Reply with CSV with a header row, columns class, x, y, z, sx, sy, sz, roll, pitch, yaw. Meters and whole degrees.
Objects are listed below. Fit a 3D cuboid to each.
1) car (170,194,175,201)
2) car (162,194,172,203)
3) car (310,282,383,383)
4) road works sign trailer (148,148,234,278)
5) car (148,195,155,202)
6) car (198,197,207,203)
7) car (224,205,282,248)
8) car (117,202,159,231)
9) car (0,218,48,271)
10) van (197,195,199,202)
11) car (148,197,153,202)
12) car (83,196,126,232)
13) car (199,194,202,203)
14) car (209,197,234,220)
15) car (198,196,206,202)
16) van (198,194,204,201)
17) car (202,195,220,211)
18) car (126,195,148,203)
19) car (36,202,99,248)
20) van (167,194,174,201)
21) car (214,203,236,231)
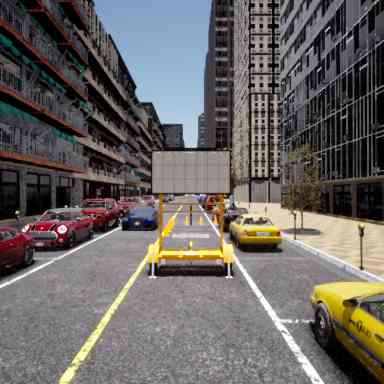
class,x,y,z,sx,sy,sz,roll,pitch,yaw
car,-6.013,1.772,88.148,1.947,1.339,4.313,0,0,0
car,-5.950,1.704,71.159,1.947,1.339,4.313,0,0,0
car,2.684,1.526,3.403,1.752,1.417,4.829,0,0,0
road works sign trailer,-0.030,0.468,10.081,2.380,3.560,2.880,0,0,0
car,-5.843,1.364,42.844,2.192,1.841,5.009,0,0,0
car,2.409,1.742,76.854,1.802,1.307,4.206,0,0,0
car,2.642,1.533,14.728,1.752,1.417,4.829,0,0,0
car,-3.077,1.578,20.711,1.994,1.385,4.181,0,0,0
car,-5.717,1.585,8.864,1.802,1.307,4.206,0,0,0
van,2.431,1.480,71.191,1.690,1.788,3.998,0,0,0
car,-5.822,1.562,37.011,1.752,1.417,4.829,0,0,0
car,-5.757,1.329,20.191,2.192,1.841,5.009,0,0,0
car,2.516,1.378,48.537,2.192,1.841,5.009,0,0,0
car,2.600,1.460,25.884,1.967,1.590,4.097,0,0,0
car,2.388,1.765,82.516,1.802,1.307,4.206,0,0,0
van,2.367,1.548,88.180,1.690,1.788,3.998,0,0,0
car,2.559,1.352,37.212,2.192,1.841,5.009,0,0,0
car,-5.800,1.343,31.516,2.192,1.841,5.009,0,0,0
car,-5.737,1.448,14.527,1.967,1.590,4.097,0,0,0
van,-6.034,1.575,93.813,1.690,1.788,3.998,0,0,0
car,2.621,1.580,20.221,1.947,1.339,4.313,0,0,0
